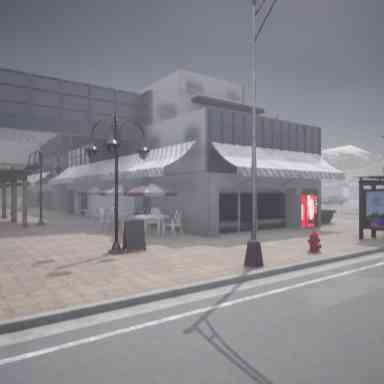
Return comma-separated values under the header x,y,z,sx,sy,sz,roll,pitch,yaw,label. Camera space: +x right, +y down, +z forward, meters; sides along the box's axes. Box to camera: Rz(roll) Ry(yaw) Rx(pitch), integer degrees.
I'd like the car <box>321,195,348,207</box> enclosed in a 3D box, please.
x,y,z,sx,sy,sz,roll,pitch,yaw,label
20.691,1.304,49.929,5.027,1.636,2.152,0,0,-36,car
